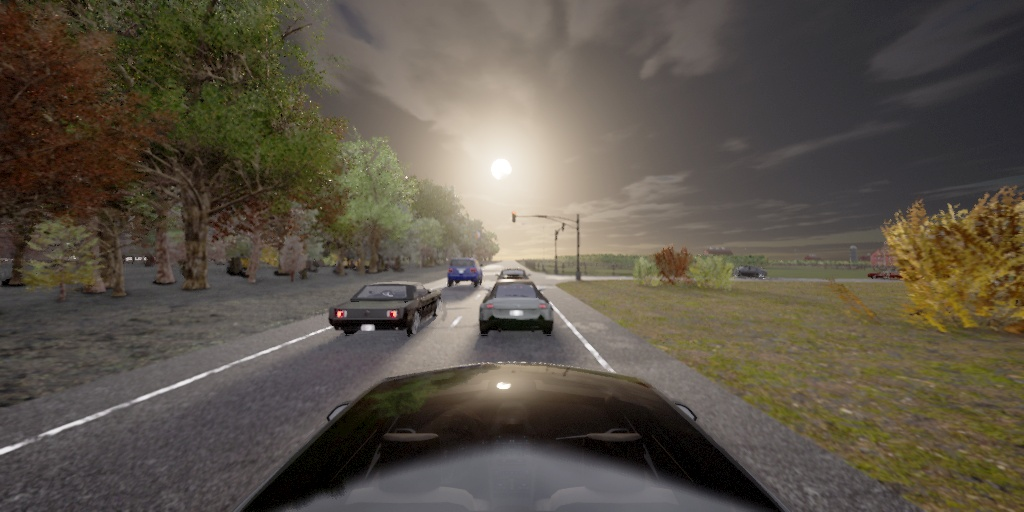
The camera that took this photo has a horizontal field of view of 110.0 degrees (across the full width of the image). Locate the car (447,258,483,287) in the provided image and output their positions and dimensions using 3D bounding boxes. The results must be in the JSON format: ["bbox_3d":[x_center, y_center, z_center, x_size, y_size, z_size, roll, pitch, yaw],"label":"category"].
[{"bbox_3d":[-3.452,1.180,27.049,2.150,2.045,5.566,0,-1,0],"label":"car"}]

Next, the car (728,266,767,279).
[{"bbox_3d":[27.812,1.947,43.003,4.892,1.490,1.837,1,-1,0],"label":"car"}]

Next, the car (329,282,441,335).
[{"bbox_3d":[-3.417,1.426,10.726,1.895,1.301,4.718,0,0,0],"label":"car"}]

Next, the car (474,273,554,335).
[{"bbox_3d":[0.086,1.389,10.816,1.994,1.385,4.181,0,0,-1],"label":"car"}]

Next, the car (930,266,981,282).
[{"bbox_3d":[48.826,1.933,39.364,4.553,1.767,2.097,1,-1,0],"label":"car"}]

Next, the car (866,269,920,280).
[{"bbox_3d":[45.557,2.235,42.921,4.718,1.301,1.895,1,-1,1],"label":"car"}]

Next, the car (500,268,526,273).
[{"bbox_3d":[0.066,1.411,20.551,1.837,1.490,4.892,0,0,0],"label":"car"}]
